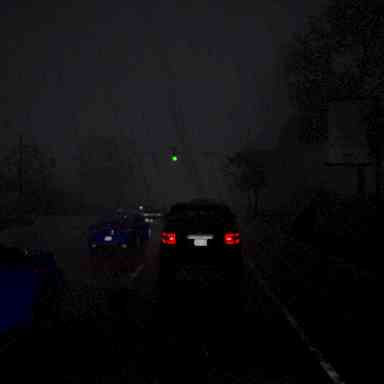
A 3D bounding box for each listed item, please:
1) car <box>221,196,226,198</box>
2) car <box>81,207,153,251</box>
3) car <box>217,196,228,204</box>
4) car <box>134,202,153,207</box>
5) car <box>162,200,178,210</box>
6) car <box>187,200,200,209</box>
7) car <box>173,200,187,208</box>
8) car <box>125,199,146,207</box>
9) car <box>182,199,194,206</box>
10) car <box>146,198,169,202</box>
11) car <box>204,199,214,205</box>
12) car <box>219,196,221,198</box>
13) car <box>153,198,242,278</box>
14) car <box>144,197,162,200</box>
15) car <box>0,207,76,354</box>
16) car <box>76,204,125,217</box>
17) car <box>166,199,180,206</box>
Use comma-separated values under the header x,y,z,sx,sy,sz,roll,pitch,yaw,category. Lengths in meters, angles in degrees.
x,y,z,sx,sy,sz,roll,pitch,yaw,category
6.289,2.238,76.922,2.097,1.767,4.553,0,-1,10,car
-3.085,1.652,15.050,1.882,1.535,5.008,0,-1,2,car
8.035,2.099,87.098,2.150,2.045,5.566,0,-1,11,car
-2.656,1.781,25.042,2.128,1.511,4.902,0,-1,3,car
-3.688,2.175,56.331,1.812,1.442,4.674,0,-1,7,car
0.375,2.208,59.155,1.812,1.442,4.674,0,-1,7,car
-2.378,2.329,66.325,1.994,1.385,4.181,0,-1,8,car
-8.217,2.104,46.921,1.994,1.385,4.181,0,-1,6,car
-0.857,2.361,76.591,1.882,1.535,5.008,0,-1,9,car
-4.687,2.020,47.068,1.882,1.535,5.008,0,-1,6,car
4.506,2.531,87.241,1.812,1.442,4.674,0,-1,11,car
0.803,1.503,24.245,2.150,2.045,5.566,0,-1,3,car
0.278,1.344,10.656,2.150,2.045,5.566,0,-1,2,car
-7.228,1.869,56.228,2.150,2.045,5.566,0,-1,7,car
-3.346,1.262,3.510,2.150,2.045,5.566,0,-1,1,car
-10.407,1.961,35.938,5.357,1.411,2.033,0,-1,-3,car
-4.374,2.410,76.760,2.128,1.511,4.902,0,-1,9,car
